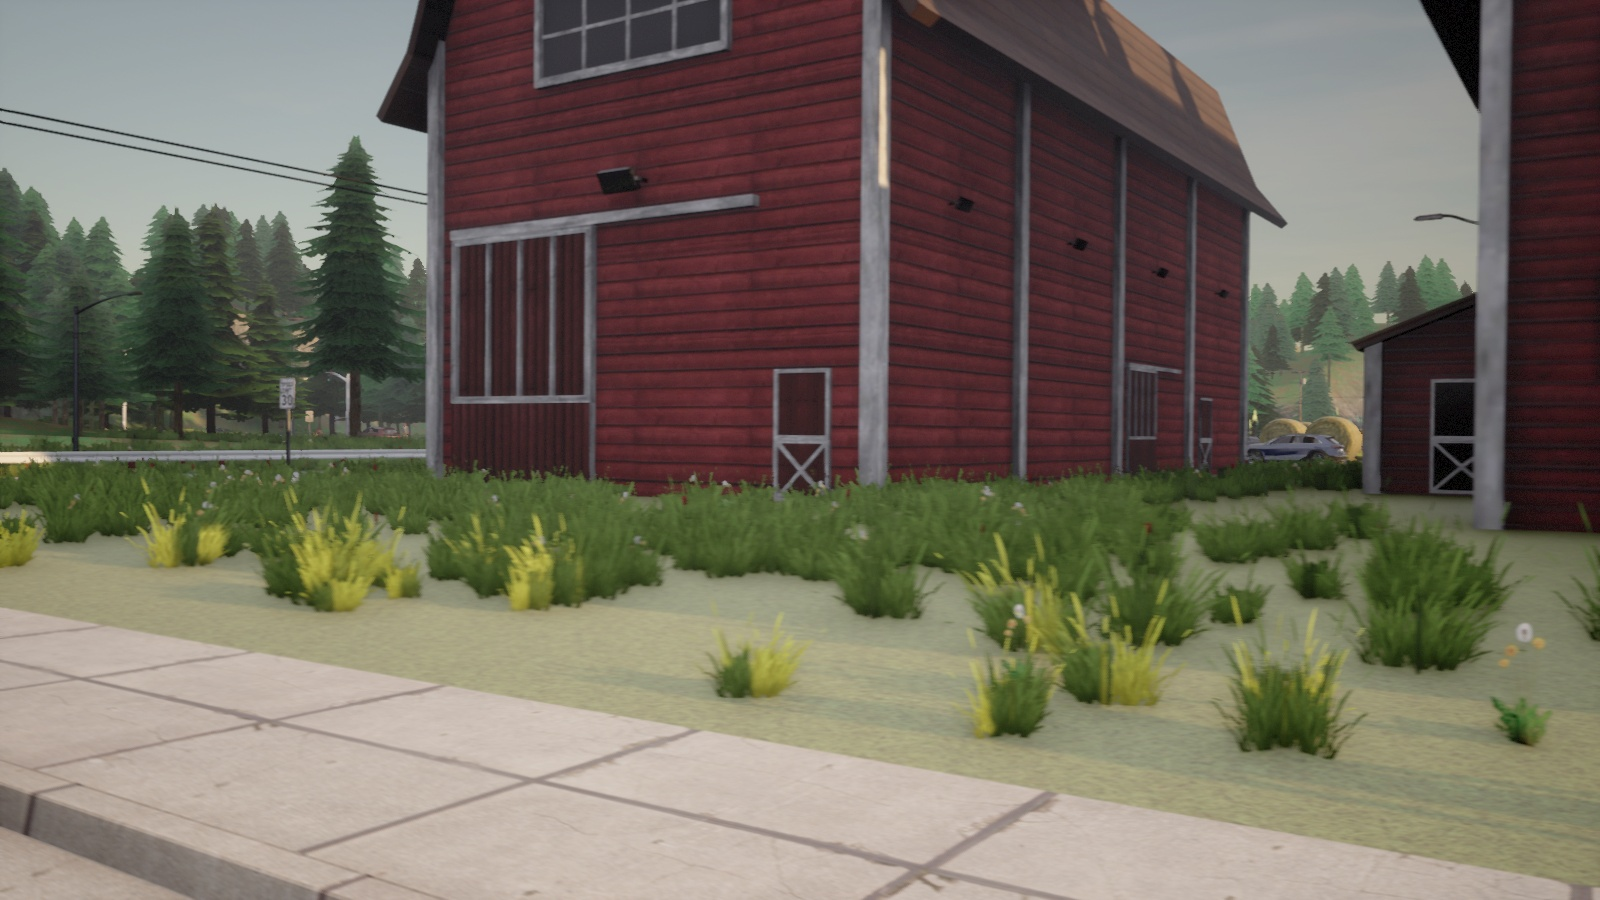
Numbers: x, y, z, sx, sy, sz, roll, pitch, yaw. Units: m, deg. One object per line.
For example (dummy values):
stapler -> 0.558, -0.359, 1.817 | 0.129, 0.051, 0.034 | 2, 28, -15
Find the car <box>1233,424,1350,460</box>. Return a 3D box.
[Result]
car -> 23.259, -0.392, 59.471 | 4.856, 1.649, 2.033 | 0, 1, 34
